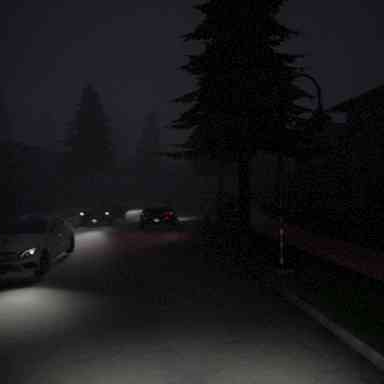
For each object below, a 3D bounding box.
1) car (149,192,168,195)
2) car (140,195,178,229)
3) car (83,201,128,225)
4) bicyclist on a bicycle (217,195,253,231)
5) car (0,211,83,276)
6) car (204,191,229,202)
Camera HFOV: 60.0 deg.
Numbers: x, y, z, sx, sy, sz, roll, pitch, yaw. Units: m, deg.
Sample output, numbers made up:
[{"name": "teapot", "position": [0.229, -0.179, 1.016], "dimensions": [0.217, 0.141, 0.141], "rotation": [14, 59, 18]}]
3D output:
[{"name": "car", "position": [-3.568, 0.797, 33.989], "dimensions": [2.128, 1.511, 4.902], "rotation": [-1, 1, 15]}, {"name": "car", "position": [-1.800, 1.150, 18.701], "dimensions": [1.812, 1.442, 4.674], "rotation": [-1, 1, -1]}, {"name": "car", "position": [-5.418, 1.249, 20.891], "dimensions": [1.895, 1.301, 4.718], "rotation": [-1, 1, 2]}, {"name": "bicyclist on a bicycle", "position": [1.905, 0.940, 14.801], "dimensions": [1.656, 1.620, 0.582], "rotation": [-2, 1, -4]}, {"name": "car", "position": [-4.846, 1.414, 10.038], "dimensions": [1.812, 1.442, 4.674], "rotation": [-1, 1, -6]}, {"name": "car", "position": [3.152, 0.521, 42.387], "dimensions": [2.033, 1.411, 5.357], "rotation": [-1, 1, 23]}]
